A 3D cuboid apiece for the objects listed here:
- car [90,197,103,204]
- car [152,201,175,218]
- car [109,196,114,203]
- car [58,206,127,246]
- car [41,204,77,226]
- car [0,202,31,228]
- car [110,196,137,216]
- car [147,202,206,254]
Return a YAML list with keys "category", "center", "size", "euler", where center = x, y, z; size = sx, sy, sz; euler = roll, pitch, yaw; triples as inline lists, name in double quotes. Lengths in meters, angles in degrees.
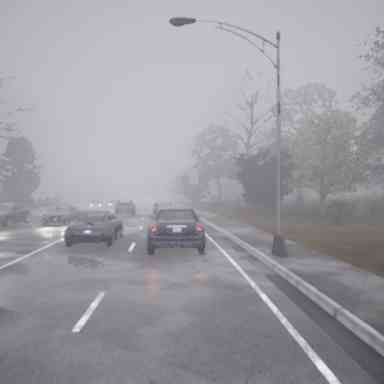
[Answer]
- category: "car"
  center: [-18.202, 1.636, 63.653]
  size: [1.895, 1.301, 4.718]
  euler: [0, 0, -8]
- category: "car"
  center: [-2.707, 1.570, 31.106]
  size: [1.895, 1.301, 4.718]
  euler: [0, 0, -8]
- category: "car"
  center: [-14.732, 1.513, 64.081]
  size: [1.882, 1.535, 5.008]
  euler: [0, 0, -8]
- category: "car"
  center: [-4.339, 1.551, 15.231]
  size: [1.994, 1.385, 4.181]
  euler: [0, 0, -5]
- category: "car"
  center: [-8.888, 1.543, 23.020]
  size: [1.994, 1.385, 4.181]
  euler: [0, 0, -7]
- category: "car"
  center: [-12.272, 1.459, 21.890]
  size: [1.882, 1.535, 5.008]
  euler: [0, 0, -7]
- category: "car"
  center: [-6.448, 1.459, 32.500]
  size: [2.128, 1.511, 4.902]
  euler: [0, 0, -8]
- category: "car"
  center: [-0.696, 1.339, 13.674]
  size: [2.097, 1.767, 4.553]
  euler: [0, 0, -5]
